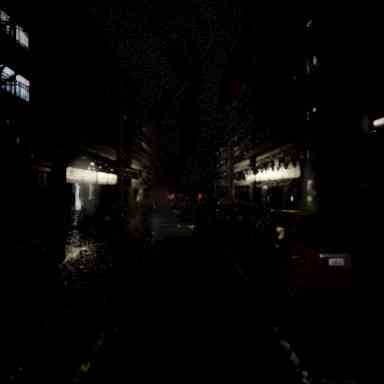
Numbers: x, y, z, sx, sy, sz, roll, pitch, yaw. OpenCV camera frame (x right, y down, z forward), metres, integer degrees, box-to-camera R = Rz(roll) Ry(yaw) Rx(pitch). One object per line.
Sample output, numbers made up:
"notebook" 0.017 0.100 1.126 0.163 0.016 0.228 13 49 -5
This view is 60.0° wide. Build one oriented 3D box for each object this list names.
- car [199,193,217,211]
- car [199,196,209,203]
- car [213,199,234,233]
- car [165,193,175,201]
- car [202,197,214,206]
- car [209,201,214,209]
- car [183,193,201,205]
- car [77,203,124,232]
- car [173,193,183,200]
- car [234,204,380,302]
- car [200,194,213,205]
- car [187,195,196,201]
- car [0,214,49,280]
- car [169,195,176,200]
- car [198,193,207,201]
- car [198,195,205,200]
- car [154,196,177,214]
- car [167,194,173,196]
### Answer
"car" 2.247 1.344 40.847 2.097 1.767 4.553 0 0 0
"car" 2.529 1.568 70.541 1.802 1.307 4.206 -1 0 0
"car" 2.551 1.433 19.562 1.967 1.590 4.097 -1 0 0
"car" -5.359 1.301 81.931 2.192 1.841 5.009 -1 0 0
"car" 2.536 1.569 53.548 1.802 1.307 4.206 -1 0 0
"car" 2.546 1.574 25.226 1.802 1.307 4.206 -1 0 0
"car" -0.022 1.208 58.496 2.150 2.045 5.566 0 0 0
"car" -5.334 1.433 19.768 1.967 1.590 4.097 -1 0 0
"car" -2.779 1.187 75.831 1.882 1.535 5.008 0 0 0
"car" 2.538 1.312 8.234 2.192 1.841 5.009 -1 0 0
"car" 2.530 1.301 59.212 2.192 1.841 5.009 -1 0 0
"car" -0.029 1.404 76.549 1.994 1.385 4.181 0 0 0
"car" -5.330 1.436 8.465 1.967 1.590 4.097 -1 0 0
"car" -5.360 1.512 93.063 1.752 1.417 4.829 -1 0 0
"car" 2.522 1.301 81.869 2.192 1.841 5.009 -1 0 0
"car" 2.521 1.569 93.198 1.802 1.307 4.206 -1 0 0
"car" -2.857 1.495 35.107 1.837 1.490 4.892 0 0 0
"car" -5.349 1.531 64.977 1.887 1.381 4.507 -1 0 0
